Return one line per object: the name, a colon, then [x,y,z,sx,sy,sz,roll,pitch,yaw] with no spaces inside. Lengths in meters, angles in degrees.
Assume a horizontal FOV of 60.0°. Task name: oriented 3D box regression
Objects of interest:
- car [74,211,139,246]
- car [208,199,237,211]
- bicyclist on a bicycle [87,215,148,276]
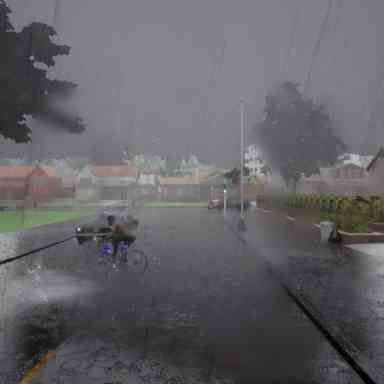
car: [-3.795,1.601,15.545,1.895,1.301,4.718,0,0,1]
car: [3.863,1.526,40.752,4.674,1.442,1.812,0,0,-45]
bicyclist on a bicycle: [-2.011,1.451,8.938,1.656,1.620,0.582,-1,0,1]
